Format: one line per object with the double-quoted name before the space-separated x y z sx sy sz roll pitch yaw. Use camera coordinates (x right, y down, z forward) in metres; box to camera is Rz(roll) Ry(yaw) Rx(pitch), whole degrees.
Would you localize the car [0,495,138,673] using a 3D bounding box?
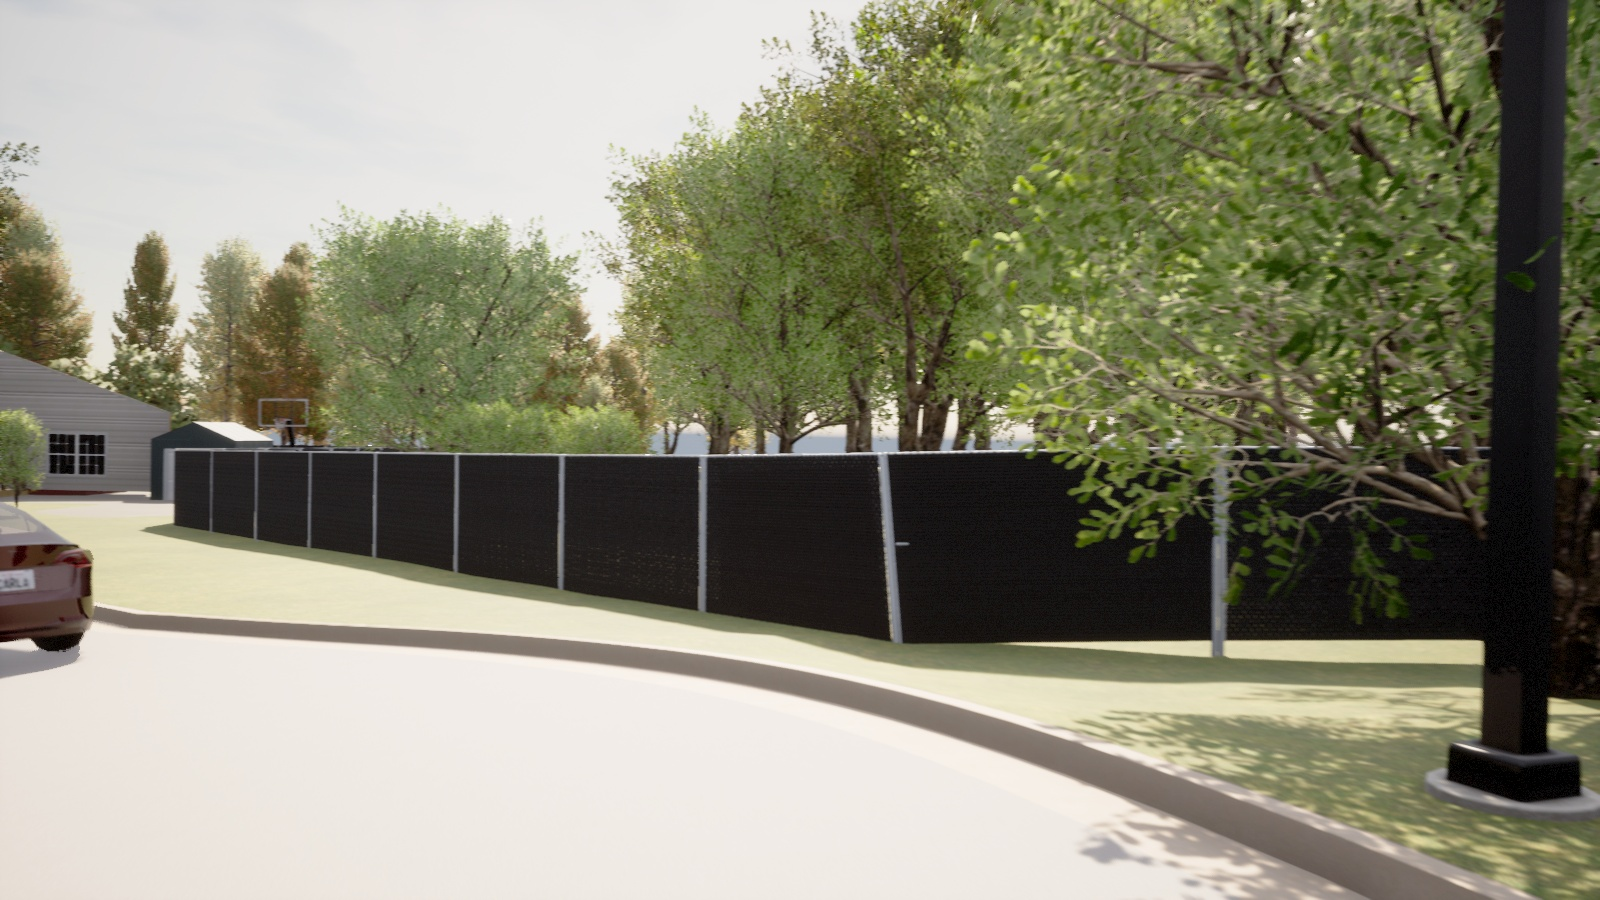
"car" -8.815 1.212 12.181 4.792 1.488 2.163 -1 -1 33
